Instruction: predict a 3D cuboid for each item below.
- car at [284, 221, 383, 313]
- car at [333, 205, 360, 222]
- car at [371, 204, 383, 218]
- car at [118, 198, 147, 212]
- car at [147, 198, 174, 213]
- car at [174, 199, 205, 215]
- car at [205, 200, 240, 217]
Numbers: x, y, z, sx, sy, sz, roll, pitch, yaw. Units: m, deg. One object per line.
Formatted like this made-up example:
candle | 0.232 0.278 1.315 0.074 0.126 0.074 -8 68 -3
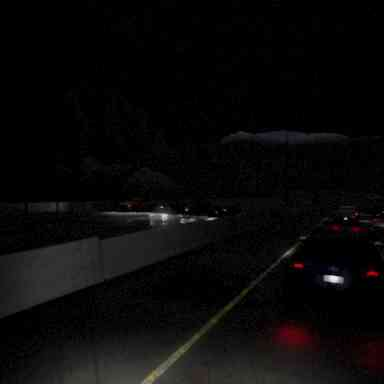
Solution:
car | 3.509 1.615 8.027 1.994 1.385 4.181 1 0 25
car | 12.726 1.841 27.455 1.812 1.442 4.674 1 0 25
car | 21.116 2.049 36.978 1.882 1.535 5.008 1 0 25
car | -6.181 1.378 37.024 1.882 1.535 5.008 1 0 26
car | -2.564 1.491 36.480 1.837 1.490 4.892 1 0 26
car | 0.529 1.546 34.836 2.128 1.511 4.902 1 0 26
car | 3.235 1.633 32.383 1.812 1.442 4.674 1 0 26
